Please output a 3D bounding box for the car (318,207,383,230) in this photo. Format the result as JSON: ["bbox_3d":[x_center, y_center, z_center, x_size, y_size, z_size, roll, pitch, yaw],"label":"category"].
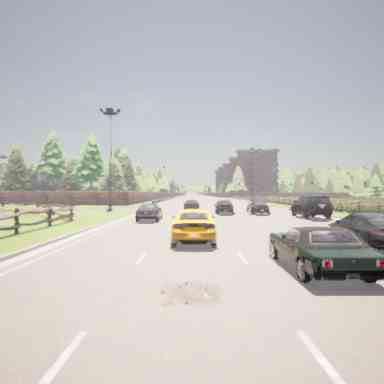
[{"bbox_3d":[7.084,1.569,13.580,1.812,1.442,4.674,0,0,0],"label":"car"}]

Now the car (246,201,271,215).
[{"bbox_3d":[6.980,1.640,35.289,1.812,1.442,4.674,0,0,0],"label":"car"}]

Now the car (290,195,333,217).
[{"bbox_3d":[10.511,1.317,29.558,2.150,2.045,5.566,0,0,0],"label":"car"}]

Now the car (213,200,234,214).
[{"bbox_3d":[3.472,1.626,36.703,1.837,1.490,4.892,0,0,0],"label":"car"}]

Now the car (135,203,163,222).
[{"bbox_3d":[-3.481,1.639,27.382,2.033,1.411,5.357,0,0,0],"label":"car"}]

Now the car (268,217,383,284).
[{"bbox_3d":[3.596,1.632,9.643,1.895,1.301,4.718,0,0,0],"label":"car"}]

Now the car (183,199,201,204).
[{"bbox_3d":[-0.051,1.636,39.527,1.837,1.490,4.892,0,0,0],"label":"car"}]

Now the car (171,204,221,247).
[{"bbox_3d":[0.068,1.528,15.280,1.882,1.535,5.008,0,0,0],"label":"car"}]
